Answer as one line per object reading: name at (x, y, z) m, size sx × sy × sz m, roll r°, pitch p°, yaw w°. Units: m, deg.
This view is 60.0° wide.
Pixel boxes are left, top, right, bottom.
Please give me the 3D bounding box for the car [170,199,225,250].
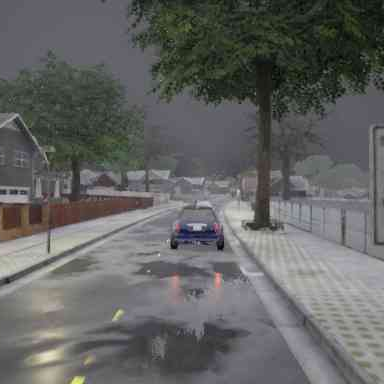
car at (0.265, 1.370, 14.556) m, size 2.097 × 1.767 × 4.553 m, roll 0°, pitch 0°, yaw 2°
